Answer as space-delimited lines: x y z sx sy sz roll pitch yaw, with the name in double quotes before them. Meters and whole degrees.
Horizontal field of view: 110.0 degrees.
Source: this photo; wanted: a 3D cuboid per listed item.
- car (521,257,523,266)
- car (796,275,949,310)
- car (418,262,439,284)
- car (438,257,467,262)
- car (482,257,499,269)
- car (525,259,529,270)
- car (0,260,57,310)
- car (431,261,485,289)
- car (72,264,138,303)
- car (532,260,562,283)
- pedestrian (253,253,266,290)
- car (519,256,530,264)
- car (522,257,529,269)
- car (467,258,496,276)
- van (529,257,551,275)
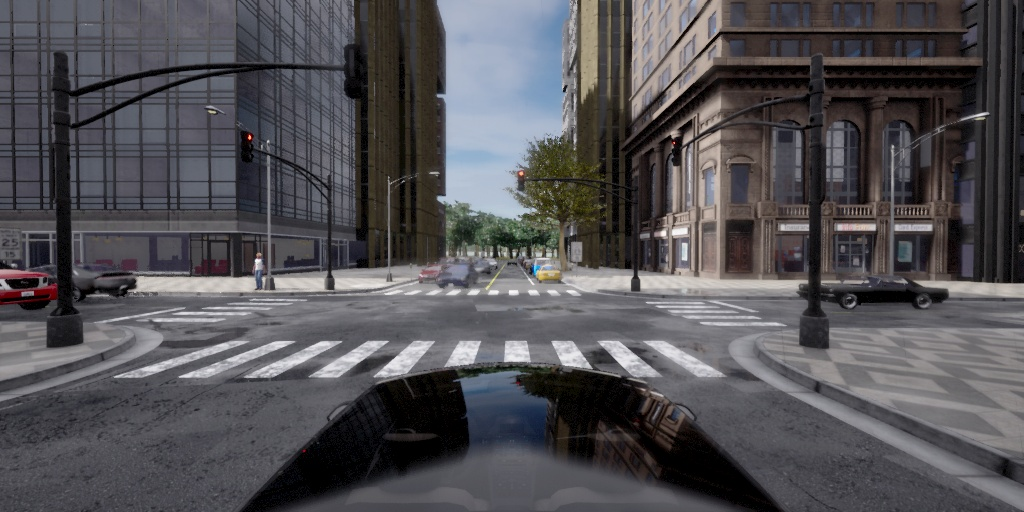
"car" 2.716 1.211 55.388 1.888 1.381 4.507 0 0 0
"car" 14.698 1.443 14.844 4.718 1.301 1.895 0 1 0
"car" -5.785 1.310 26.973 1.802 1.307 4.207 0 0 0
"car" -5.790 1.033 32.654 2.192 1.841 5.009 0 0 0
"car" -3.107 1.198 53.234 1.812 1.442 4.674 0 0 0
"car" 2.730 1.274 38.349 1.948 1.339 4.313 0 0 0
"car" -18.383 0.841 11.542 5.566 2.045 2.150 1 1 0
"car" -3.316 1.281 23.175 2.033 1.411 5.357 0 0 4
"car" -18.541 1.071 14.816 4.902 1.511 2.128 1 1 -1
"car" 2.740 1.253 27.160 1.751 1.417 4.829 0 0 0
"pedestrian" -12.537 0.740 17.796 0.375 1.860 0.375 0 0 0
"car" 2.711 1.201 61.067 2.007 1.370 4.403 0 0 0
"car" 2.721 1.207 49.879 1.751 1.417 4.829 0 0 0
"car" -3.128 1.203 37.279 2.128 1.511 4.902 0 0 0
"van" 2.735 1.059 32.670 1.690 1.789 3.998 0 0 0
